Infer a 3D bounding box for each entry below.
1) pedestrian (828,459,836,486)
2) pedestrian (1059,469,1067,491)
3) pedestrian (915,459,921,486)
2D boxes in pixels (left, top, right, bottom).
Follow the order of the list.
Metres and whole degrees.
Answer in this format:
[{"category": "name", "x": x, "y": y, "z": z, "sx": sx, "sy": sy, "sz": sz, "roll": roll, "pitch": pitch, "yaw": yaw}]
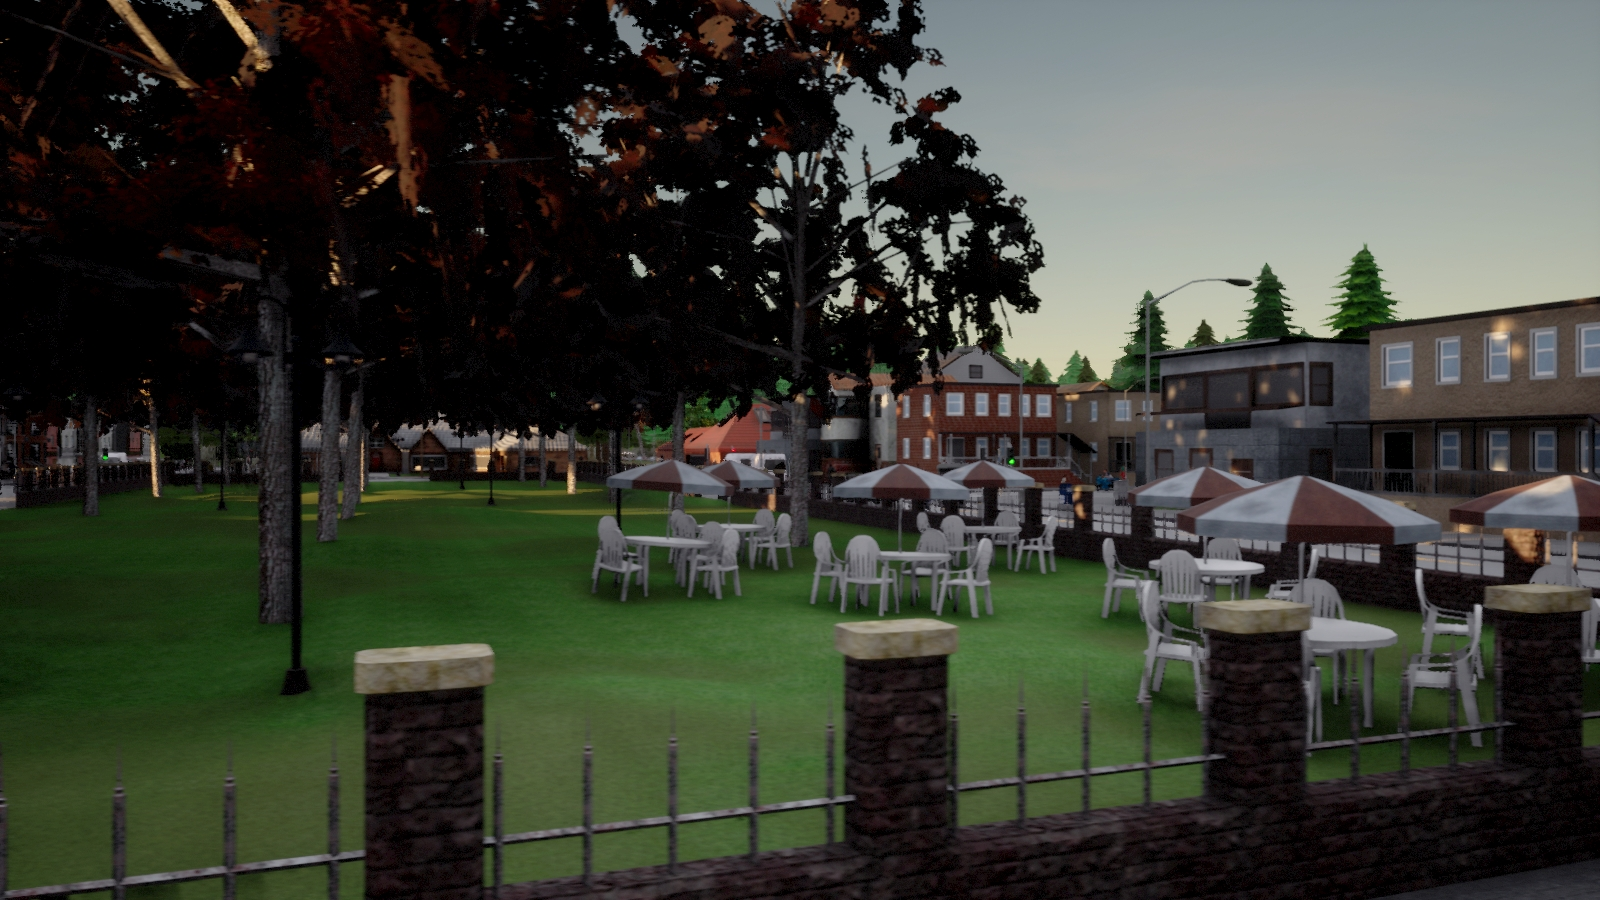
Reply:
[{"category": "pedestrian", "x": 2.211, "y": 1.539, "z": 78.883, "sx": 0.375, "sy": 1.860, "sz": 0.375, "roll": 0, "pitch": 0, "yaw": 39}, {"category": "pedestrian", "x": 15.816, "y": 1.807, "z": 68.682, "sx": 0.375, "sy": 1.300, "sz": 0.375, "roll": 0, "pitch": 0, "yaw": -8}, {"category": "pedestrian", "x": 8.054, "y": 1.516, "z": 77.991, "sx": 0.375, "sy": 1.860, "sz": 0.375, "roll": 0, "pitch": 0, "yaw": -2}]
